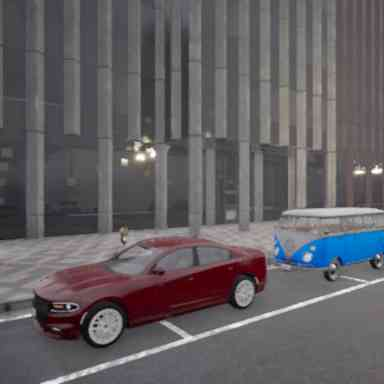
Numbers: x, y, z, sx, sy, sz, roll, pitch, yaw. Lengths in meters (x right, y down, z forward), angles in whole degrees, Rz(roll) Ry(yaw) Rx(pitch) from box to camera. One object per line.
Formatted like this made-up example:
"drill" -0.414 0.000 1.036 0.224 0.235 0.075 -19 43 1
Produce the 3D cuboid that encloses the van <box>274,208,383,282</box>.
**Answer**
"van" 4.065 1.357 9.550 3.998 1.788 1.690 0 0 -35

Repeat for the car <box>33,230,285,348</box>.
"car" -0.524 1.551 6.277 4.507 1.381 1.887 0 0 -35
